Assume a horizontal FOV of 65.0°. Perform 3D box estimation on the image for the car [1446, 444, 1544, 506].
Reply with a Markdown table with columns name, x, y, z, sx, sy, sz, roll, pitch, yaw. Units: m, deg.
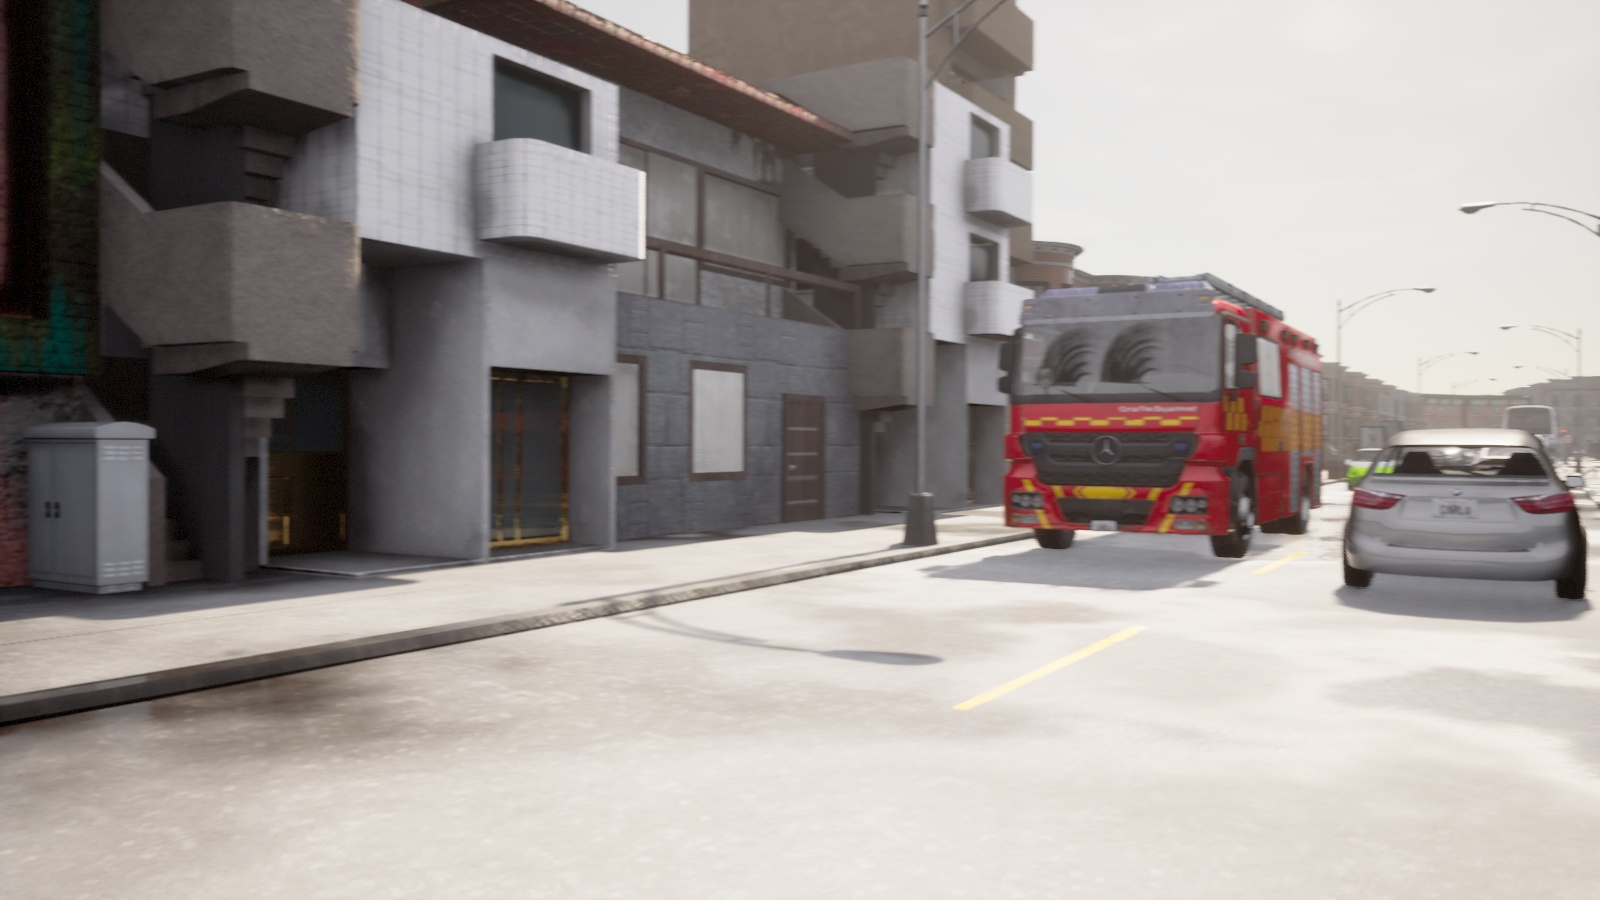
| name | x | y | z | sx | sy | sz | roll | pitch | yaw |
| --- | --- | --- | --- | --- | --- | --- | --- | --- | --- |
| car | 18.671 | 0.610 | 33.688 | 2.128 | 1.511 | 4.902 | 1 | 0 | 30 |

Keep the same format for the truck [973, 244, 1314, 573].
| name | x | y | z | sx | sy | sz | roll | pitch | yaw |
| --- | --- | --- | --- | --- | --- | --- | --- | --- | --- |
| truck | 5.593 | -0.502 | 18.989 | 2.891 | 3.827 | 8.468 | 1 | 0 | 30 |

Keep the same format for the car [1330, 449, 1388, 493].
| name | x | y | z | sx | sy | sz | roll | pitch | yaw |
| --- | --- | --- | --- | --- | --- | --- | --- | --- | --- |
| car | 18.257 | 0.661 | 40.980 | 1.481 | 1.376 | 2.207 | 1 | 0 | 30 |

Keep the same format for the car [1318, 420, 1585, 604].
| name | x | y | z | sx | sy | sz | roll | pitch | yaw |
| --- | --- | --- | --- | --- | --- | --- | --- | --- | --- |
| car | 7.293 | 0.549 | 13.950 | 2.242 | 1.667 | 4.611 | 1 | 0 | 30 |

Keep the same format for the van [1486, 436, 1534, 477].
| name | x | y | z | sx | sy | sz | roll | pitch | yaw |
| --- | --- | --- | --- | --- | --- | --- | --- | --- | --- |
| van | 36.427 | 0.299 | 64.398 | 2.069 | 2.038 | 4.480 | 1 | 0 | 30 |
